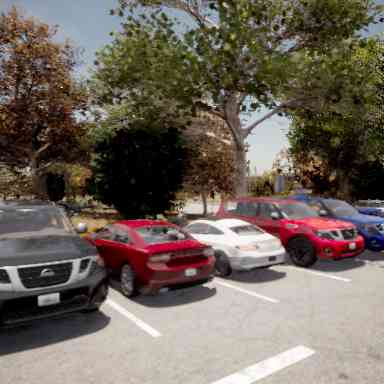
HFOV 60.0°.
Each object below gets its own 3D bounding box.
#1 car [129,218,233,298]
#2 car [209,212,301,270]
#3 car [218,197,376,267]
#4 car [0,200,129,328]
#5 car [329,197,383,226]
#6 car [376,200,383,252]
[{"bbox_3d":[-1.451,1.480,8.769,2.097,1.535,5.008,0,0,-36],"label":"car"},{"bbox_3d":[0.713,1.521,10.318,2.002,1.452,4.674,0,0,-36],"label":"car"},{"bbox_3d":[3.095,1.234,11.986,2.435,2.045,5.566,0,0,-35],"label":"car"},{"bbox_3d":[-3.706,1.228,7.132,2.435,2.045,5.566,0,0,-36],"label":"car"},{"bbox_3d":[12.782,1.347,24.607,2.097,1.767,4.553,-1,2,-27],"label":"car"},{"bbox_3d":[5.261,1.239,13.533,2.435,2.045,5.566,0,0,-36],"label":"car"}]
